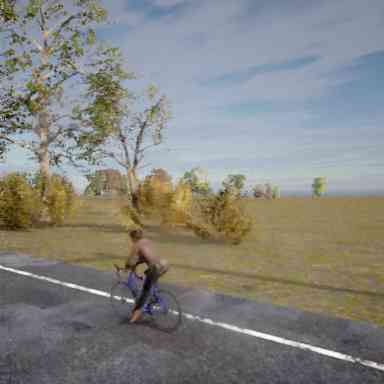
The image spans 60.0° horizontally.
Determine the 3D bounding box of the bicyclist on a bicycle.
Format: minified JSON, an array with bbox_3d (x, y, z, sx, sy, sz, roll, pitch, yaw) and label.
[{"bbox_3d":[-0.836,1.472,5.651,1.656,1.620,0.582,-1,0,35],"label":"bicyclist on a bicycle"}]
